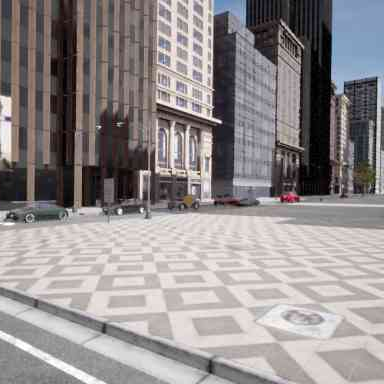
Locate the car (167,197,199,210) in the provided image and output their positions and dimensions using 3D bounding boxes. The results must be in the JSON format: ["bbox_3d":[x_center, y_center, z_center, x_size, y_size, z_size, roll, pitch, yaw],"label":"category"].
[{"bbox_3d":[-0.988,1.340,39.681,1.837,1.490,4.892,1,1,35],"label":"car"}]

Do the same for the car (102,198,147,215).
[{"bbox_3d":[-6.435,1.377,31.988,1.837,1.490,4.892,1,1,35],"label":"car"}]

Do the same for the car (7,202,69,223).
[{"bbox_3d":[-11.447,1.470,24.911,1.994,1.385,4.181,1,1,35],"label":"car"}]

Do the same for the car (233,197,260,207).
[{"bbox_3d":[8.046,1.407,46.918,1.994,1.385,4.181,1,1,35],"label":"car"}]

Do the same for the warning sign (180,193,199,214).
[{"bbox_3d":[-0.242,1.077,30.668,1.300,1.860,1.060,1,1,35],"label":"warning sign"}]

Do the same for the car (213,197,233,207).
[{"bbox_3d":[4.969,1.395,48.036,1.895,1.301,4.718,1,1,36],"label":"car"}]

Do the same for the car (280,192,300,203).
[{"bbox_3d":[18.013,0.991,61.021,2.150,2.045,5.566,1,1,36],"label":"car"}]
